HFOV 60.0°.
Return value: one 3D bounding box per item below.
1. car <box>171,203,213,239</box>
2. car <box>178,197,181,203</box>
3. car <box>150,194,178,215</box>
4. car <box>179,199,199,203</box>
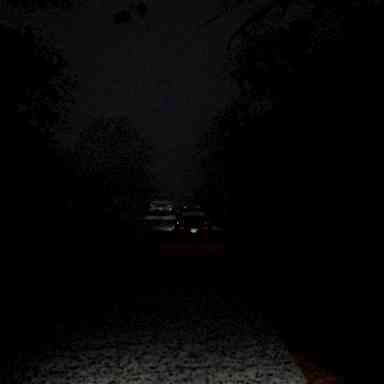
[{"bbox_3d":[0.069,1.514,16.995,1.812,1.442,4.674,0,0,0],"label":"car"},{"bbox_3d":[-3.187,1.902,74.666,2.128,1.511,4.902,0,-1,-1],"label":"car"},{"bbox_3d":[-2.953,1.226,33.992,2.150,2.045,5.566,0,0,0],"label":"car"},{"bbox_3d":[-0.005,1.560,34.843,2.033,1.411,5.357,0,0,0],"label":"car"}]
